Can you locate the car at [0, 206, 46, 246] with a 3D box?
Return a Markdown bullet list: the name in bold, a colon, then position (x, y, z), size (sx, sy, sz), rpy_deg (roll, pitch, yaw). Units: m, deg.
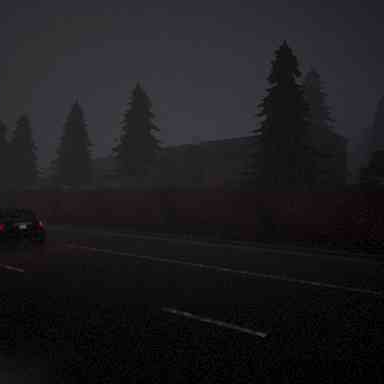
- **car**: position (-8.244, 1.366, 14.049), size (4.553, 1.767, 2.097), rpy_deg (0, 0, 36)
